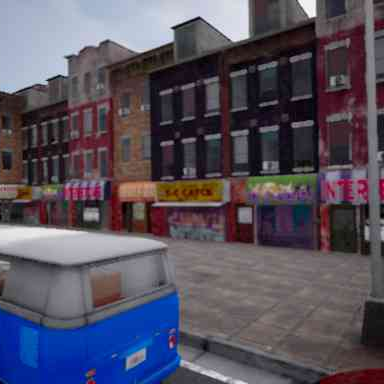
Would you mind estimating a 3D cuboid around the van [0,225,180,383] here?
[{"bbox_3d":[-2.046,1.385,4.278,3.998,1.788,1.690,-1,-1,35],"label":"van"}]

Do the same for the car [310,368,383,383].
[{"bbox_3d":[2.469,1.528,1.063,4.507,1.381,1.887,-1,-1,35],"label":"car"}]
